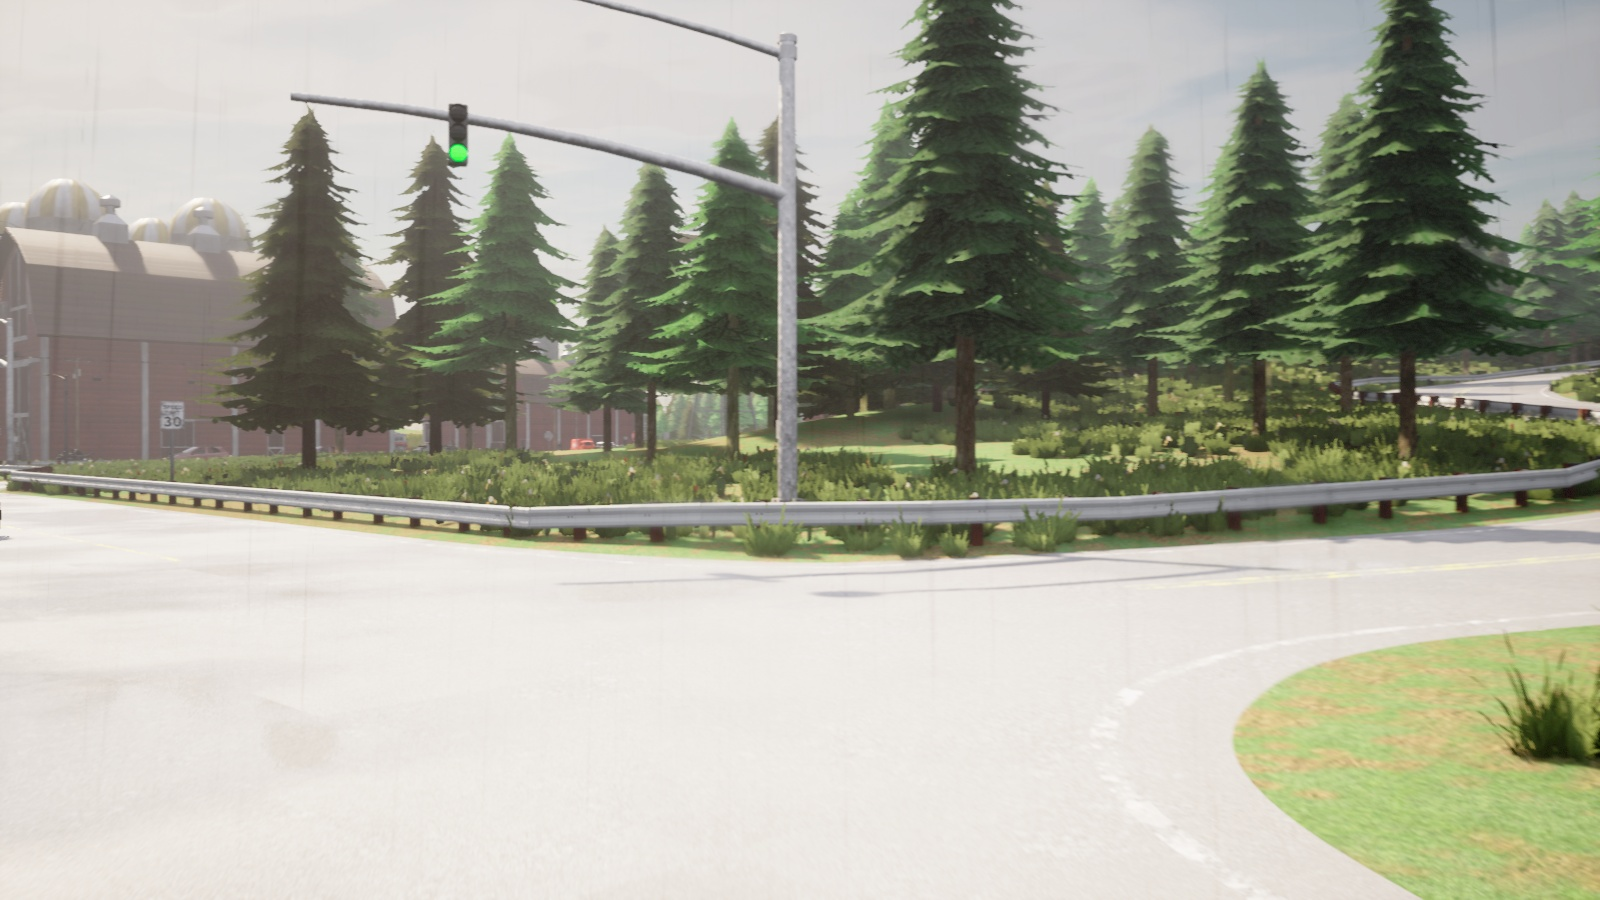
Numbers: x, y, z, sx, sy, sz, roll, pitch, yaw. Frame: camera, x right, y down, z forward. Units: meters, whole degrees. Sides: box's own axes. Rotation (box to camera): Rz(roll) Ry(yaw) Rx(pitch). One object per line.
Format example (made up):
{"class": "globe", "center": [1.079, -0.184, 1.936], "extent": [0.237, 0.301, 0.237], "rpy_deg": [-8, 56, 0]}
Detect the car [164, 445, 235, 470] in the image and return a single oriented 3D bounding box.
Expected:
{"class": "car", "center": [-37.557, 0.457, 78.600], "extent": [3.633, 1.501, 1.845], "rpy_deg": [0, 0, -45]}

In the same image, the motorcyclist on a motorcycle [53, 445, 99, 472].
{"class": "motorcyclist on a motorcycle", "center": [-42.483, 0.496, 73.716], "extent": [2.191, 1.530, 0.866], "rpy_deg": [0, 0, -45]}

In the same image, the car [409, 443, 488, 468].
{"class": "car", "center": [-24.262, 0.344, 86.852], "extent": [4.856, 1.649, 2.033], "rpy_deg": [0, 0, -45]}

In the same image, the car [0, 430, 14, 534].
{"class": "car", "center": [-15.075, 0.501, 21.129], "extent": [2.242, 1.667, 4.611], "rpy_deg": [0, 0, -44]}
